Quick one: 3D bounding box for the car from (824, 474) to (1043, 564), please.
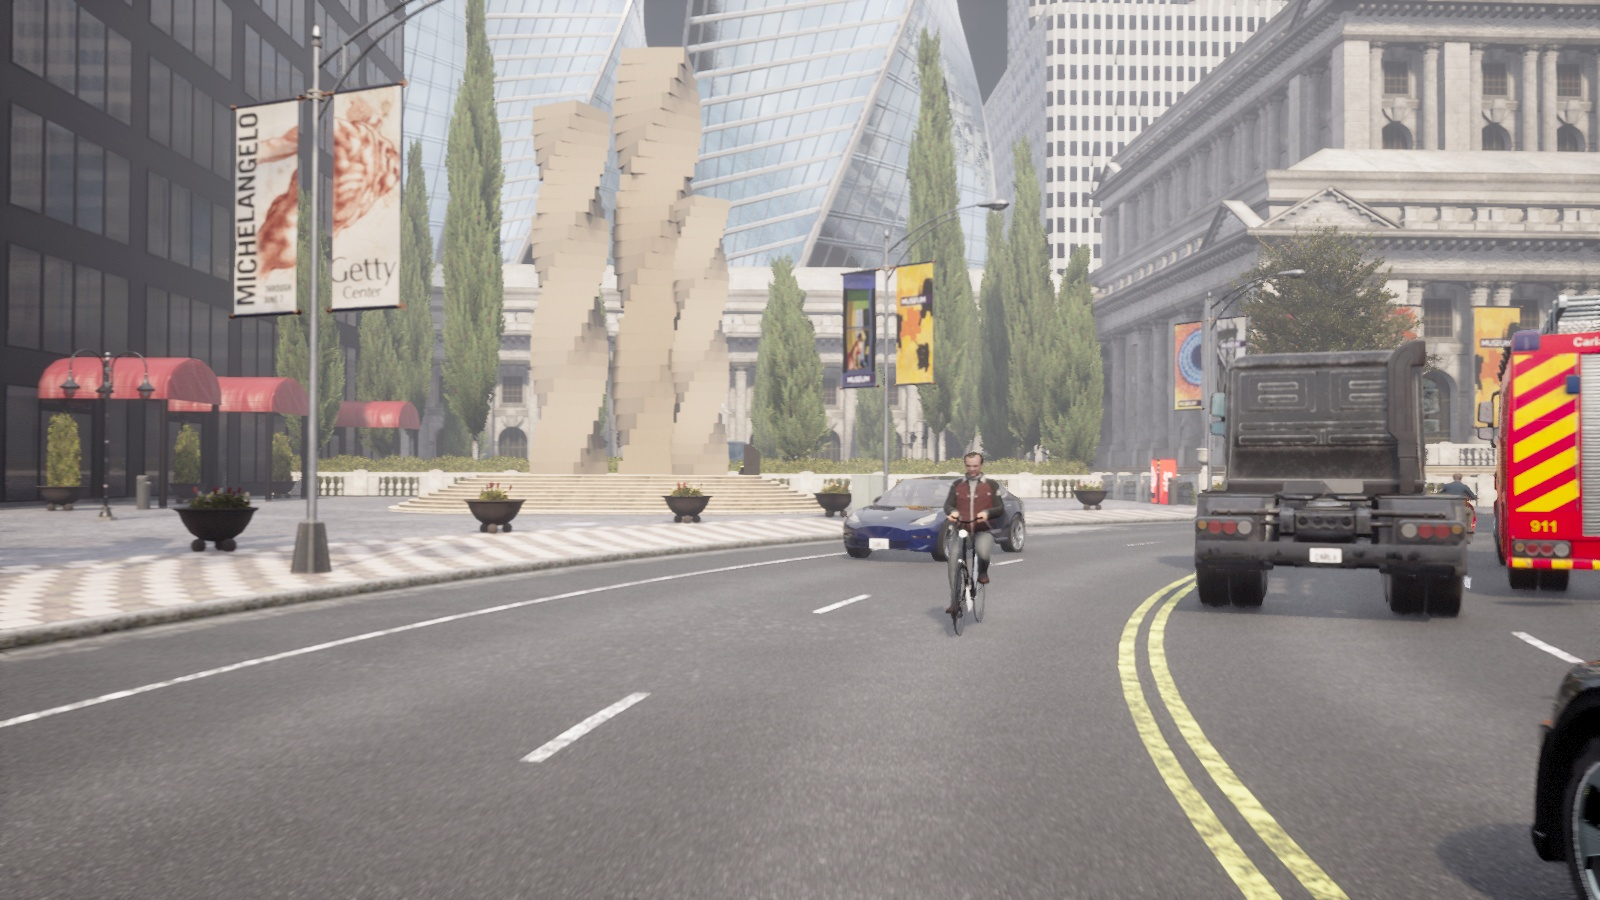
[{"bbox_3d":[2.620,1.198,23.458,2.163,1.488,4.792,-1,-1,32],"label":"car"}]

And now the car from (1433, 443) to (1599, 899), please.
[{"bbox_3d":[3.517,0.775,2.597,2.033,1.649,4.856,0,-1,1],"label":"car"}]

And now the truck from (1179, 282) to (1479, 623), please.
[{"bbox_3d":[7.060,0.091,16.971,2.891,3.462,7.936,-1,-1,23],"label":"truck"}]

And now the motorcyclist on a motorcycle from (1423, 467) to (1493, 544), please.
[{"bbox_3d":[14.231,1.170,27.124,0.866,1.590,1.817,-1,-1,44],"label":"motorcyclist on a motorcycle"}]

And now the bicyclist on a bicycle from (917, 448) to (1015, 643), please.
[{"bbox_3d":[1.667,0.887,12.410,0.659,1.776,1.843,0,-1,17],"label":"bicyclist on a bicycle"}]

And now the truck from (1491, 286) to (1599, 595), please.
[{"bbox_3d":[12.232,-0.075,19.110,2.891,3.827,8.468,-1,-1,28],"label":"truck"}]
